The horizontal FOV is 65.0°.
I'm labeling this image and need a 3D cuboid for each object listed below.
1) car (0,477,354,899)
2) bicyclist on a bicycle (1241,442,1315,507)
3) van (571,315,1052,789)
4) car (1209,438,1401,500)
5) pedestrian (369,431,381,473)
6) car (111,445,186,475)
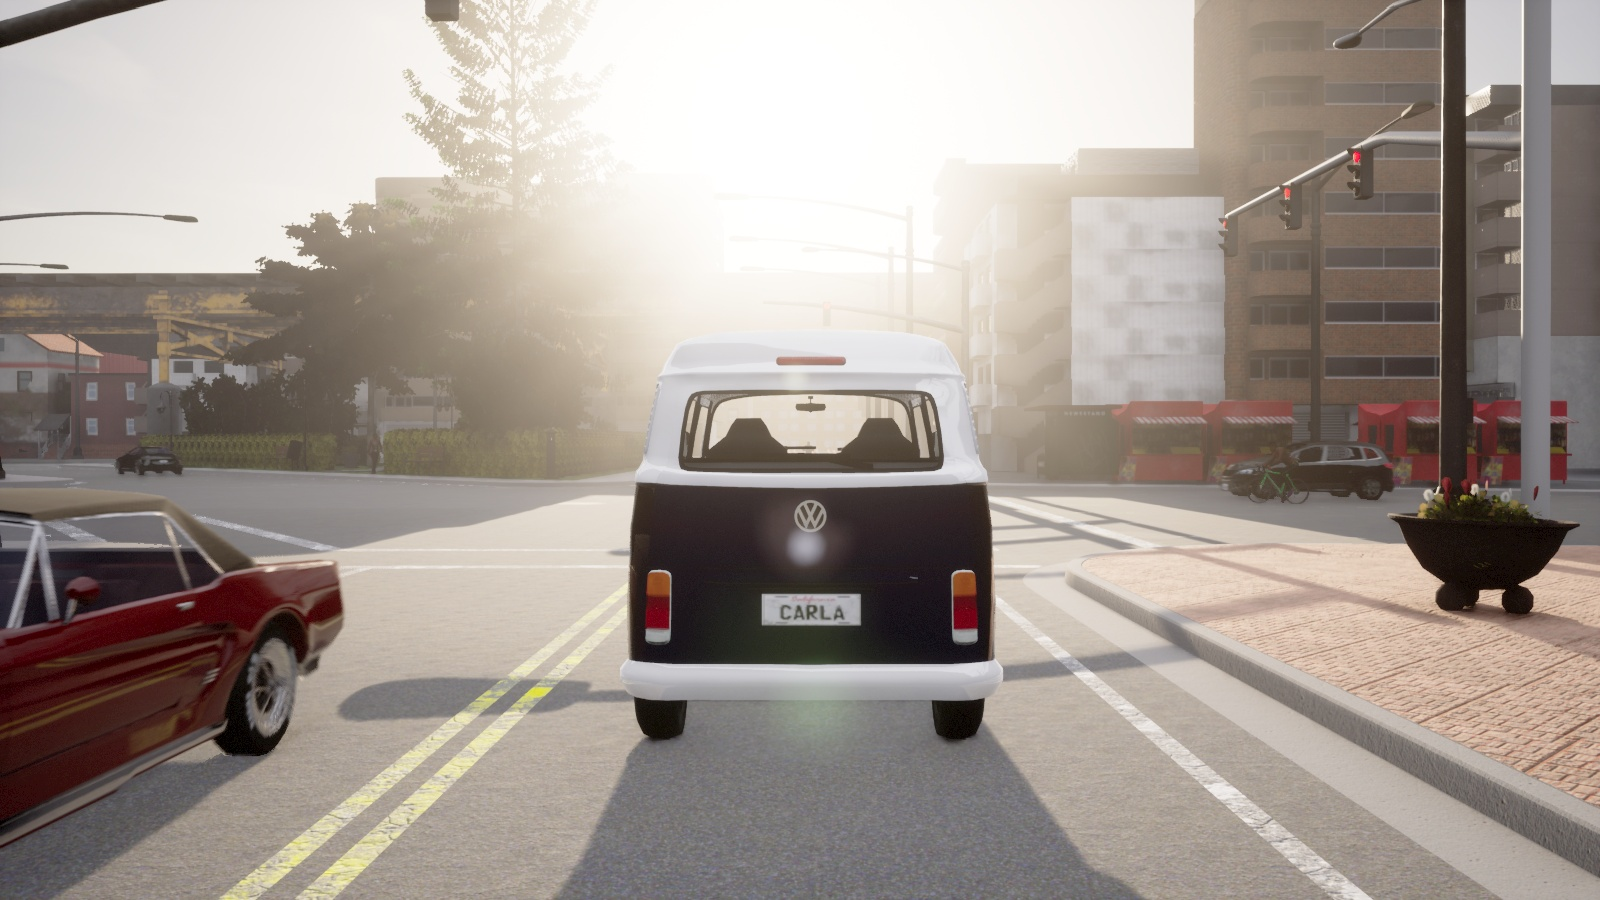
[{"bbox_3d":[-3.454,0.818,4.655,1.895,1.301,4.718,0,0,0],"label":"car"},{"bbox_3d":[12.387,0.625,32.583,1.656,1.620,0.582,1,0,0],"label":"bicyclist on a bicycle"},{"bbox_3d":[0.066,0.427,7.651,2.069,2.038,4.480,0,0,0],"label":"van"},{"bbox_3d":[14.419,0.516,36.083,4.611,1.667,2.242,1,0,0],"label":"car"},{"bbox_3d":[-18.242,0.093,53.847,0.328,1.805,0.869,0,0,-29],"label":"pedestrian"},{"bbox_3d":[-31.338,0.444,60.358,4.181,1.385,1.994,0,0,45],"label":"car"}]
